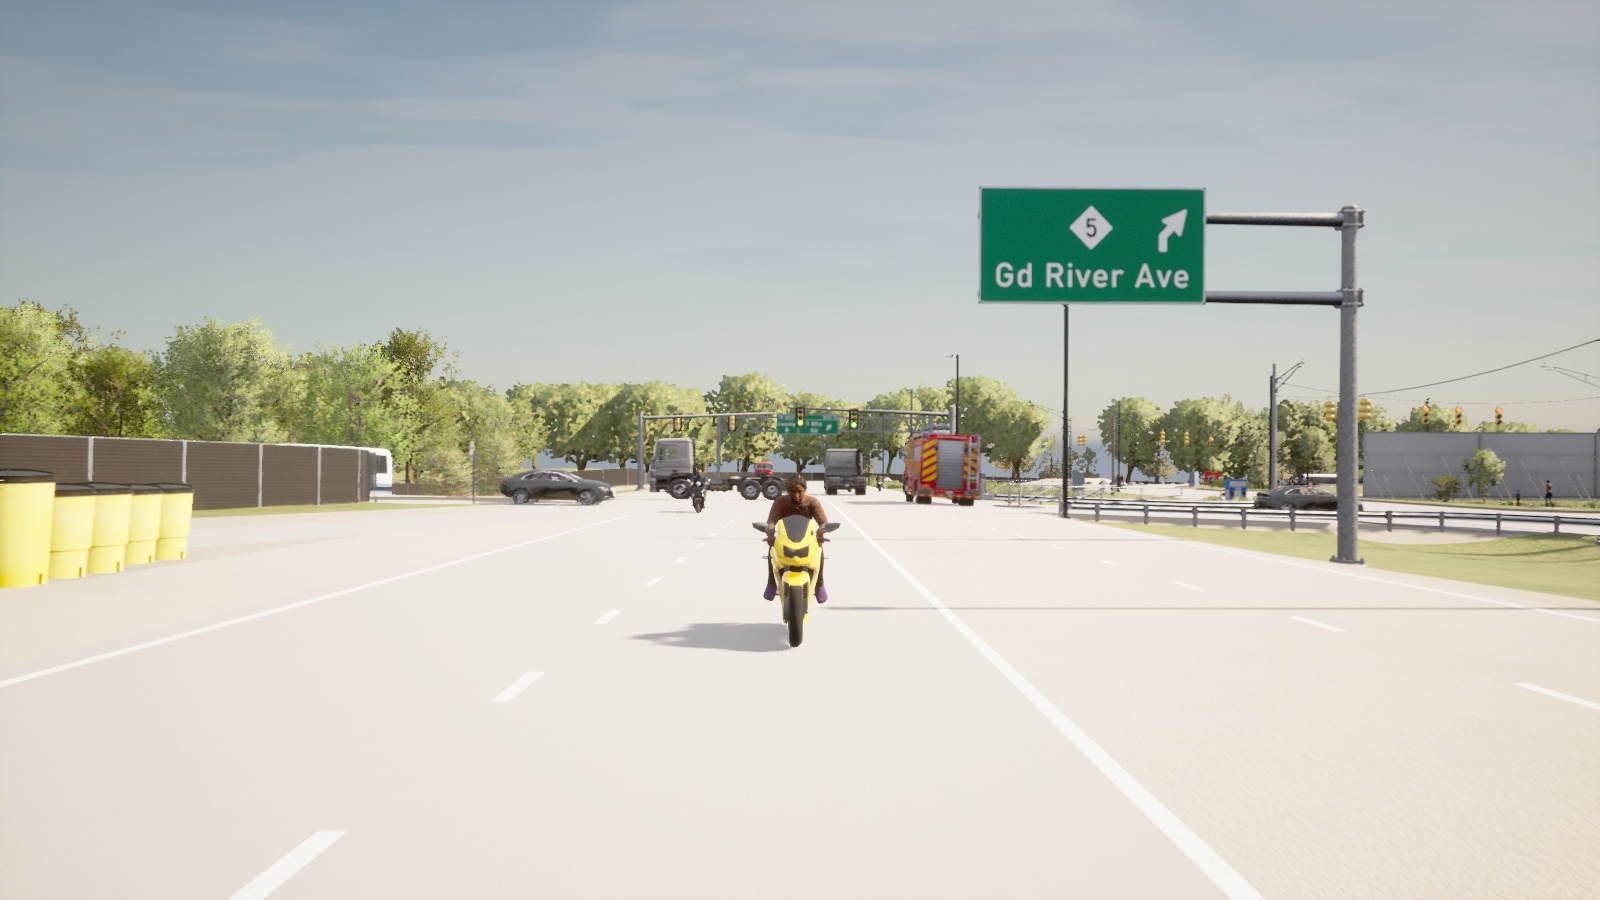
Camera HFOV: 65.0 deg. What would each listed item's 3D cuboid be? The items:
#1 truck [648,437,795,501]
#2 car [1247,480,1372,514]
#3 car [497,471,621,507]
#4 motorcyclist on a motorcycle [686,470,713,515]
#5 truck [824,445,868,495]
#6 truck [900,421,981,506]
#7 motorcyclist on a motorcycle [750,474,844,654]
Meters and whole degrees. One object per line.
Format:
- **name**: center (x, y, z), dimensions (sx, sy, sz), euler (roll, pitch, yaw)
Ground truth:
- **truck**: center (-4.298, 1.060, 69.417), dimensions (7.936, 3.462, 2.891), euler (0, -2, -1)
- **car**: center (23.653, 2.176, 58.415), dimensions (4.902, 1.511, 2.128), euler (0, -1, -2)
- **car**: center (-10.398, 1.677, 54.503), dimensions (4.902, 1.511, 2.128), euler (0, -1, 4)
- **motorcyclist on a motorcycle**: center (-3.651, 1.527, 45.711), dimensions (0.866, 1.590, 1.817), euler (0, -1, -1)
- **truck**: center (3.280, 1.495, 91.712), dimensions (2.891, 3.462, 7.936), euler (0, -1, 0)
- **truck**: center (6.875, 0.718, 62.771), dimensions (2.891, 3.827, 8.468), euler (2, -1, -1)
- **motorcyclist on a motorcycle**: center (-0.028, 0.989, 11.744), dimensions (0.797, 1.523, 2.044), euler (0, -1, 0)
